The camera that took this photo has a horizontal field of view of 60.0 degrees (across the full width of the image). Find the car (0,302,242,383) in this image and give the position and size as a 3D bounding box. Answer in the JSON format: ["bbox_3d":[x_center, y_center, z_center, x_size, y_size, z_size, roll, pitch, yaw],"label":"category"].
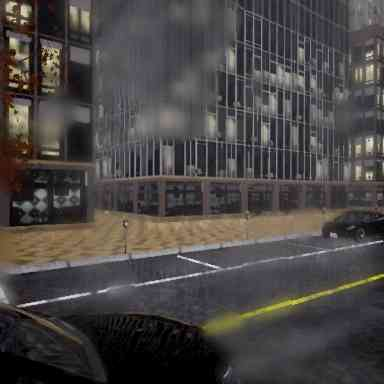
[{"bbox_3d":[-1.706,1.525,2.217,4.674,1.442,1.812,0,0,-35],"label":"car"}]

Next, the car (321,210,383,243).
[{"bbox_3d":[8.141,1.563,16.226,4.313,1.339,1.947,0,0,-35],"label":"car"}]
